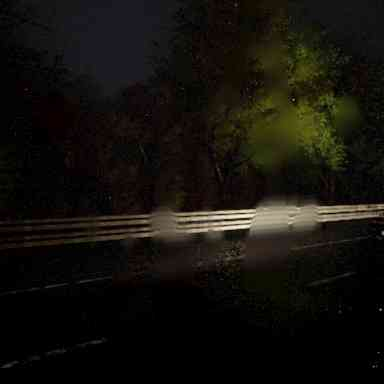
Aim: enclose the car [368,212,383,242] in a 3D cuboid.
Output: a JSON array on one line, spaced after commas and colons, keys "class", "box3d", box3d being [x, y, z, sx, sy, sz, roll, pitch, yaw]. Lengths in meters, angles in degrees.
[{"class": "car", "box3d": [10.038, 1.515, 15.350, 4.902, 1.511, 2.128, 0, 0, -36]}]
